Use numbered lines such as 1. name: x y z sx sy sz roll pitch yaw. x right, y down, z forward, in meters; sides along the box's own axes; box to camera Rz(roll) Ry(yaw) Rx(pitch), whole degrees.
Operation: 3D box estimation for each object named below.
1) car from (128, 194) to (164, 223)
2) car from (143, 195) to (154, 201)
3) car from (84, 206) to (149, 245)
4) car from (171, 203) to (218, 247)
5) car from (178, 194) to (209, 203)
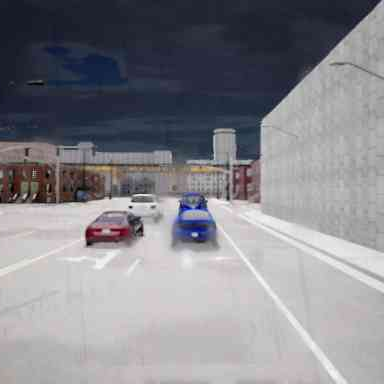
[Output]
1. car: -3.403 1.180 25.177 2.150 2.045 5.566 0 0 0
2. car: -10.507 1.419 80.328 1.994 1.385 4.181 0 0 0
3. car: -3.406 1.539 15.304 1.994 1.385 4.181 0 0 1
4. car: 0.096 1.453 14.970 1.882 1.535 5.008 0 0 0
5. car: 0.096 1.179 25.294 2.150 2.045 5.566 0 0 0
